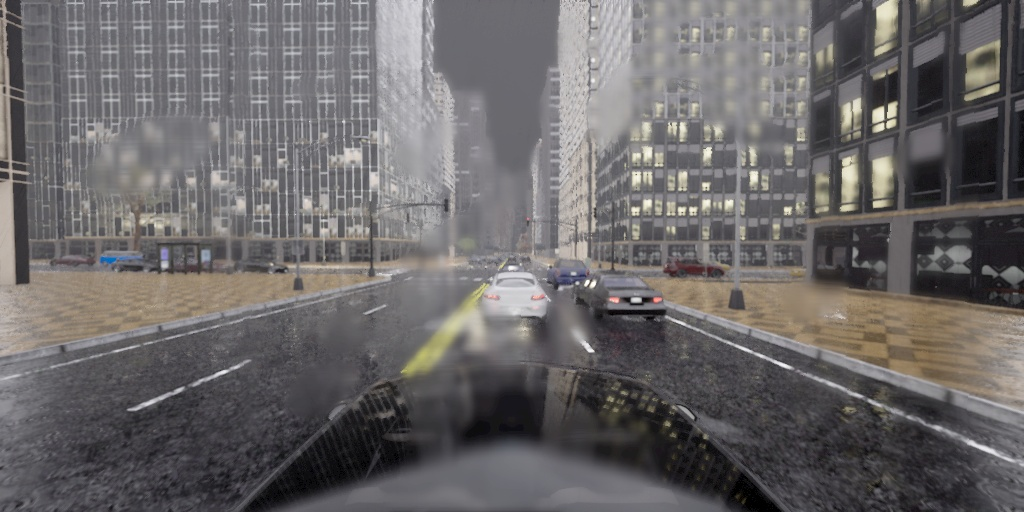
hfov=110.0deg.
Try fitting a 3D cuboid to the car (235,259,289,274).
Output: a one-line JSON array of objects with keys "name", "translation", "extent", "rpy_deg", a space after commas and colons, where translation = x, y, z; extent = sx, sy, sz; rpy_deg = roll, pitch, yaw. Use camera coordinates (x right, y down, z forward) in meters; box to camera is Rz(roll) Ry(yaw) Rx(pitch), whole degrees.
[{"name": "car", "translation": [-22.742, 0.961, 32.633], "extent": [4.313, 1.339, 1.948], "rpy_deg": [0, 0, 1]}]

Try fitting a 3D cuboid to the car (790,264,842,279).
[{"name": "car", "translation": [27.631, 1.369, 31.930], "extent": [4.829, 1.417, 1.751], "rpy_deg": [0, 0, 1]}]

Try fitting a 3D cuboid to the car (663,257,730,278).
[{"name": "car", "translation": [16.183, 1.059, 32.122], "extent": [5.009, 1.841, 2.192], "rpy_deg": [0, 0, 1]}]

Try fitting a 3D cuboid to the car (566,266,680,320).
[{"name": "car", "translation": [3.348, 1.220, 12.173], "extent": [2.033, 1.411, 5.357], "rpy_deg": [0, 0, 0]}]

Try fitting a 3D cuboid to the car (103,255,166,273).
[{"name": "car", "translation": [-34.107, 0.855, 32.935], "extent": [4.313, 1.339, 1.948], "rpy_deg": [0, 0, 1]}]

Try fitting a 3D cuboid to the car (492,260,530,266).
[{"name": "car", "translation": [0.093, 1.153, 21.274], "extent": [2.033, 1.411, 5.357], "rpy_deg": [0, 0, 0]}]

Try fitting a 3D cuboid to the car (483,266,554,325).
[{"name": "car", "translation": [0.096, 1.205, 11.403], "extent": [1.812, 1.442, 4.674], "rpy_deg": [0, 0, 0]}]

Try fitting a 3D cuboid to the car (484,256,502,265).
[{"name": "car", "translation": [-3.304, 0.818, 64.328], "extent": [2.033, 1.411, 5.357], "rpy_deg": [0, 0, 1]}]

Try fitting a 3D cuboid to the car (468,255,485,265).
[{"name": "car", "translation": [-6.559, 0.621, 64.465], "extent": [2.097, 1.767, 4.553], "rpy_deg": [0, 0, 0]}]

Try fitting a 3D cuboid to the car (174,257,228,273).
[{"name": "car", "translation": [-28.426, 0.925, 32.764], "extent": [4.207, 1.307, 1.802], "rpy_deg": [0, 0, 1]}]

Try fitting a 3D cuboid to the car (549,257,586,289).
[{"name": "car", "translation": [3.343, 0.955, 21.556], "extent": [2.097, 1.767, 4.553], "rpy_deg": [0, 0, 0]}]

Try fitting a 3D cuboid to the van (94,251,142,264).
[{"name": "van", "translation": [-45.302, 0.332, 41.590], "extent": [3.998, 1.789, 1.690], "rpy_deg": [0, 0, 1]}]
